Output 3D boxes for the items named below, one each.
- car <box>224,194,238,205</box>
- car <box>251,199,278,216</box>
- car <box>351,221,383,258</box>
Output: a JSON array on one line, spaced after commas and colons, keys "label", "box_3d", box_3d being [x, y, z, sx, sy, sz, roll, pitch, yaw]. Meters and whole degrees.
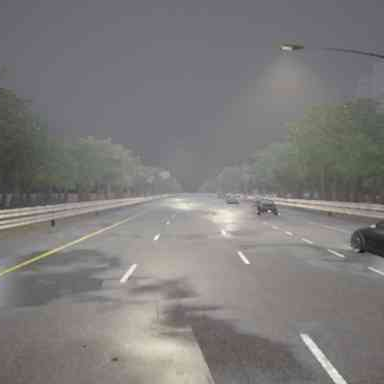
[{"label": "car", "box_3d": [7.055, 1.538, 59.738, 1.994, 1.385, 4.181, 0, 0, 0]}, {"label": "car", "box_3d": [7.027, 1.492, 32.637, 1.837, 1.490, 4.892, 0, 0, 0]}, {"label": "car", "box_3d": [7.005, 1.563, 10.930, 1.994, 1.385, 4.181, 0, 0, 0]}]
